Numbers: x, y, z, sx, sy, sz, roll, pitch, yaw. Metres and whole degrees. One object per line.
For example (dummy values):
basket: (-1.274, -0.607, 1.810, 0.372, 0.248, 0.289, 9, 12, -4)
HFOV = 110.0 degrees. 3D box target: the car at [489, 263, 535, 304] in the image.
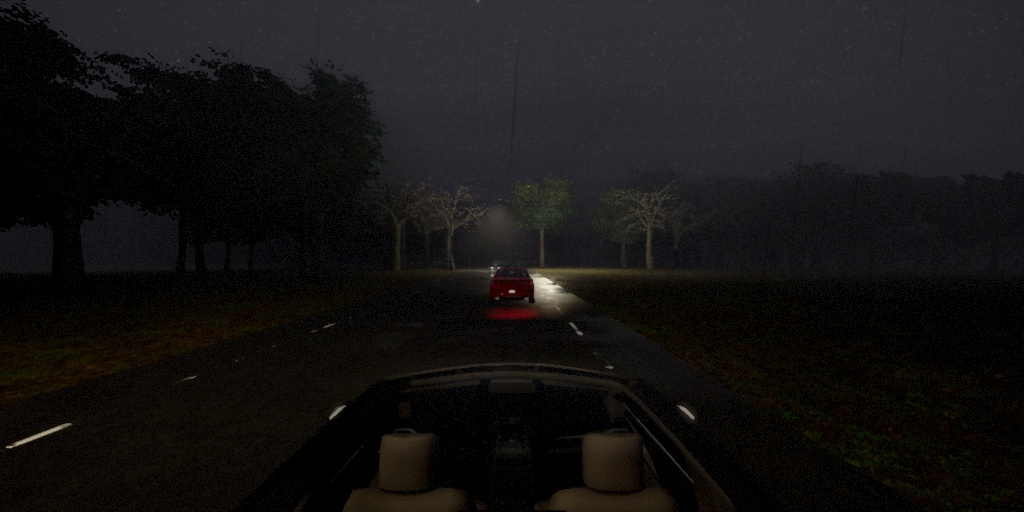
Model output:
car: (0.000, 1.245, 16.503, 1.882, 1.535, 5.008, 0, 0, 0)

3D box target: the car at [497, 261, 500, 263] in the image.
car: (0.000, 1.378, 31.506, 2.033, 1.411, 5.357, 0, 0, 0)
